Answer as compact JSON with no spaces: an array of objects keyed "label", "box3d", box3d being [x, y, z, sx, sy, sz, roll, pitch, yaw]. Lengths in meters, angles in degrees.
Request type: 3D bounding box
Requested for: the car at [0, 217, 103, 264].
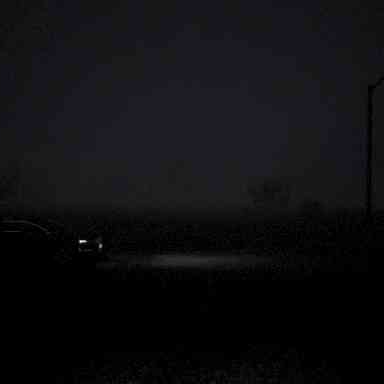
[{"label":"car","box3d":[-5.729,1.659,11.929,4.902,1.511,2.128,0,0,1]}]
